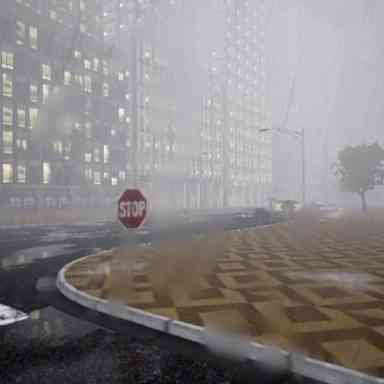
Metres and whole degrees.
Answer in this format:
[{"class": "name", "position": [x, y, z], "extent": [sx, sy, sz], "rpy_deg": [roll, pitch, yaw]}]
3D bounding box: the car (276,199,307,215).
[{"class": "car", "position": [12.869, 1.965, 44.015], "extent": [2.150, 2.045, 5.566], "rpy_deg": [-1, -1, 36]}]

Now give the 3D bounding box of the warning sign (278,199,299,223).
[{"class": "warning sign", "position": [7.732, 1.511, 26.722], "extent": [1.300, 1.860, 1.060], "rpy_deg": [0, 0, 36]}]

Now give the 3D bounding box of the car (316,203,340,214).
[{"class": "car", "position": [19.892, 2.424, 48.034], "extent": [1.895, 1.301, 4.718], "rpy_deg": [-1, -1, 36]}]

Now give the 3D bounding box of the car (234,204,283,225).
[{"class": "car", "position": [5.549, 1.977, 28.422], "extent": [2.033, 1.411, 5.357], "rpy_deg": [-1, -1, 36]}]

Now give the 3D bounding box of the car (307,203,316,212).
[{"class": "car", "position": [19.142, 2.408, 52.654], "extent": [2.128, 1.511, 4.902], "rpy_deg": [-1, -1, 36]}]
